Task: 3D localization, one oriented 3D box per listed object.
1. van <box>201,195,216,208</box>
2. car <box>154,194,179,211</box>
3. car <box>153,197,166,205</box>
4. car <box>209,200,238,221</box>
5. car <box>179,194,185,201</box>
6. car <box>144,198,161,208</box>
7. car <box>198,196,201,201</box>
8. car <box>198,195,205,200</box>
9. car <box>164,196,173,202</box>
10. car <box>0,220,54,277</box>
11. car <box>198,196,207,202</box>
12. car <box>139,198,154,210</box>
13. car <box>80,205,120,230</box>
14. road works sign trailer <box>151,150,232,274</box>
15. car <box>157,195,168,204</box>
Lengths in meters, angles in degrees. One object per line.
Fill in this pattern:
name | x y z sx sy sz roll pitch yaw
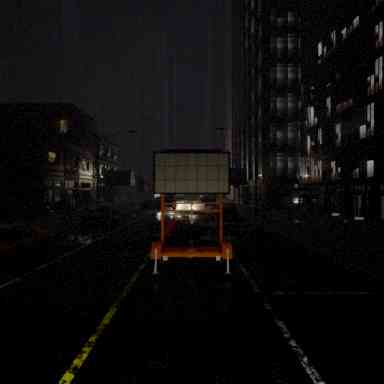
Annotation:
van | 2.652 1.357 48.625 1.690 1.788 3.998 0 0 0
car | -3.129 1.232 41.738 2.150 2.045 5.566 0 0 0
car | -5.734 1.591 59.664 1.947 1.339 4.313 0 0 0
car | 2.669 1.555 26.528 2.008 1.369 4.403 0 0 0
car | -3.055 1.270 83.256 2.150 2.045 5.566 0 0 0
car | -5.727 1.560 48.616 1.887 1.381 4.507 0 0 0
car | 2.642 1.555 65.367 1.752 1.417 4.829 0 0 0
car | 2.622 1.582 92.988 1.752 1.417 4.829 0 0 0
car | -5.750 1.627 81.761 1.802 1.307 4.206 0 0 0
car | -5.699 1.526 9.776 1.752 1.417 4.829 0 0 0
car | 2.630 1.596 81.771 2.008 1.369 4.403 0 0 0
car | -5.723 1.562 43.092 2.008 1.369 4.403 0 0 0
car | -5.707 1.553 20.996 2.008 1.369 4.403 0 0 0
road works sign trailer | -0.007 0.465 10.545 2.380 3.560 2.880 0 0 0
car | -5.739 1.470 65.188 1.967 1.590 4.097 0 0 0
